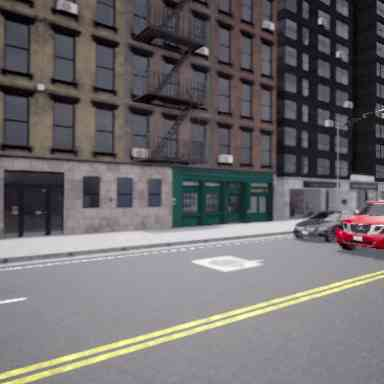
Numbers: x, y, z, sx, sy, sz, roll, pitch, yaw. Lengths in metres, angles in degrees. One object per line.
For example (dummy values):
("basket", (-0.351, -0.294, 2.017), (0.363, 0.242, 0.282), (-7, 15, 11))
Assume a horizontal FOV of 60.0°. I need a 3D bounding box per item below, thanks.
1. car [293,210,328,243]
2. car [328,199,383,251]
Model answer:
("car", (7.114, 1.643, 16.740), (4.674, 1.442, 1.812), (1, 0, -36))
("car", (8.218, 1.331, 13.552), (5.566, 2.045, 2.150), (0, 0, -35))
